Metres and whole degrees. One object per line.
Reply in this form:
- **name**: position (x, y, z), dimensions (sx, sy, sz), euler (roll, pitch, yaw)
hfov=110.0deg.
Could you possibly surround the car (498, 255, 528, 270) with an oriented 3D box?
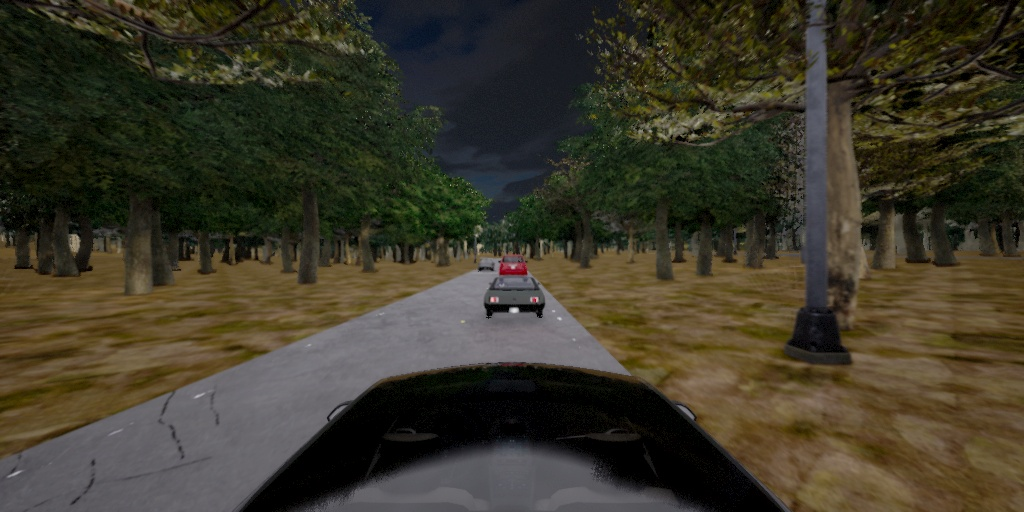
- **car**: position (0.092, 0.937, 28.945), dimensions (2.150, 2.045, 5.566), euler (0, 0, 0)

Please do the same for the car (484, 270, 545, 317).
- **car**: position (0.084, 1.346, 13.031), dimensions (1.895, 1.301, 4.718), euler (0, 0, 0)

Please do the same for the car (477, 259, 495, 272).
- **car**: position (-3.082, 1.164, 43.375), dimensions (1.837, 1.490, 4.892), euler (0, 0, 0)
